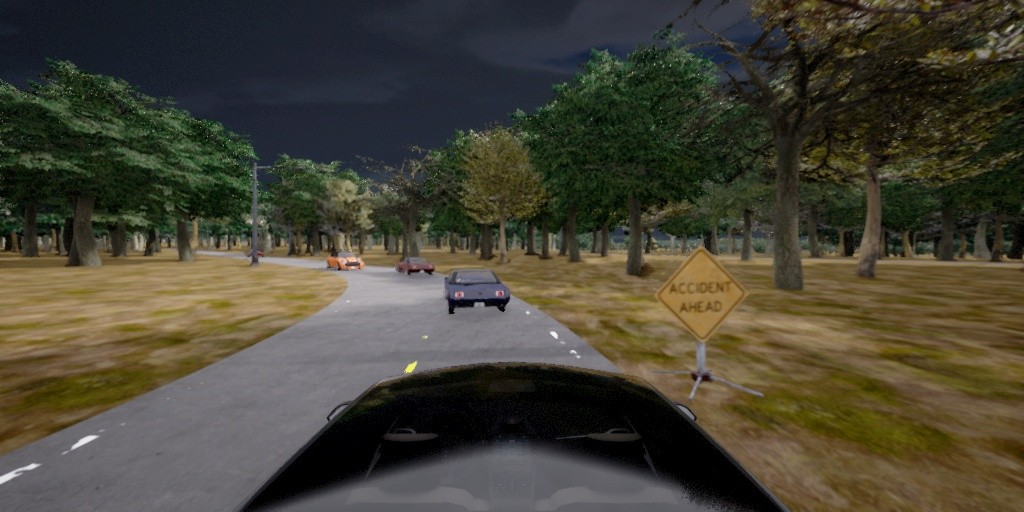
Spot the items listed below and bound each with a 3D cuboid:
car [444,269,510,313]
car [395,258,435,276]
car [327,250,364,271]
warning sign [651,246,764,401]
[{"bbox_3d":[-1.443,1.114,12.783,1.895,1.301,4.718,0,1,-13],"label":"car"},{"bbox_3d":[-7.548,0.774,27.508,1.895,1.301,4.718,0,1,-31],"label":"car"},{"bbox_3d":[-14.927,0.367,32.089,2.097,1.767,4.553,-1,2,-41],"label":"car"},{"bbox_3d":[2.558,0.793,4.836,1.300,1.860,1.060,0,0,-4],"label":"warning sign"}]
